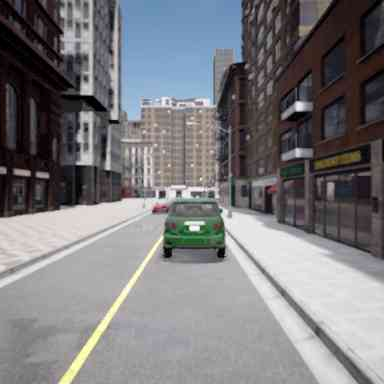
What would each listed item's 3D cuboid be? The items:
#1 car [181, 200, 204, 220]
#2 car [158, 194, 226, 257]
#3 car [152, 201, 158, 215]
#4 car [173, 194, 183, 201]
[{"bbox_3d":[0.053,1.545,29.678,1.837,1.490,4.892,0,0,0],"label":"car"},{"bbox_3d":[0.084,1.243,13.235,2.150,2.045,5.566,0,0,0],"label":"car"},{"bbox_3d":[-3.151,1.641,35.216,1.895,1.301,4.718,0,0,0],"label":"car"},{"bbox_3d":[-3.158,1.206,76.951,2.128,1.511,4.902,0,0,0],"label":"car"}]
